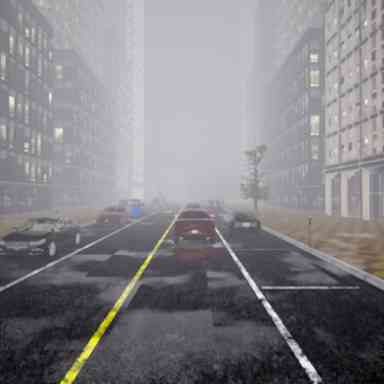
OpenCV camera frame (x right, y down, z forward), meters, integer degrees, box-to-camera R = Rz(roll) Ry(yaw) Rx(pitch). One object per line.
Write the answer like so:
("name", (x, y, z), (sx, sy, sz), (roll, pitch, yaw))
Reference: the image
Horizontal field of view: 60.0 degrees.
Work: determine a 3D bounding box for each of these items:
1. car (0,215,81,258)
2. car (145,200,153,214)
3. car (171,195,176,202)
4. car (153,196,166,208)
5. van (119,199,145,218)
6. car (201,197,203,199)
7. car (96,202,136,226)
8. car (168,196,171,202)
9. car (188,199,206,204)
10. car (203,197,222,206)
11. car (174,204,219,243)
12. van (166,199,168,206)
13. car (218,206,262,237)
("car", (-5.674, 1.624, 12.952), (2.008, 1.369, 4.403), (0, 0, 0))
("car", (-5.651, 1.777, 35.721), (1.802, 1.307, 4.206), (0, 0, 0))
("car", (-5.599, 1.975, 86.779), (1.752, 1.417, 4.829), (0, 0, 0))
("car", (-5.633, 1.723, 52.797), (1.967, 1.590, 4.097), (0, 0, 0))
("van", (-5.656, 1.506, 30.030), (1.690, 1.788, 3.998), (0, 0, 0))
("car", (2.747, 1.864, 52.774), (1.802, 1.307, 4.206), (0, 0, 0))
("car", (-5.662, 1.680, 24.336), (1.887, 1.381, 4.507), (0, 0, 0))
("car", (-5.622, 1.905, 64.182), (1.947, 1.339, 4.313), (0, 0, 0))
("car", (0.134, 1.752, 34.344), (1.994, 1.385, 4.181), (0, 0, 0))
("car", (2.736, 1.665, 41.390), (1.967, 1.590, 4.097), (0, 0, 0))
("car", (0.117, 1.571, 16.776), (1.882, 1.535, 5.008), (0, 0, 0))
("van", (-5.626, 1.652, 58.490), (1.690, 1.788, 3.998), (0, 0, 0))
("car", (2.712, 1.670, 18.623), (1.947, 1.339, 4.313), (0, 0, 0))
